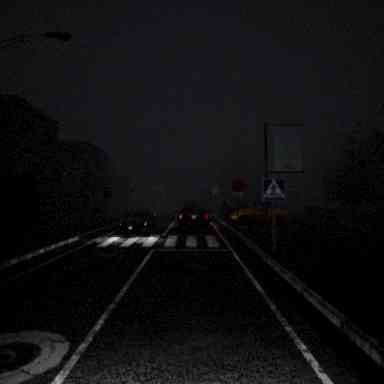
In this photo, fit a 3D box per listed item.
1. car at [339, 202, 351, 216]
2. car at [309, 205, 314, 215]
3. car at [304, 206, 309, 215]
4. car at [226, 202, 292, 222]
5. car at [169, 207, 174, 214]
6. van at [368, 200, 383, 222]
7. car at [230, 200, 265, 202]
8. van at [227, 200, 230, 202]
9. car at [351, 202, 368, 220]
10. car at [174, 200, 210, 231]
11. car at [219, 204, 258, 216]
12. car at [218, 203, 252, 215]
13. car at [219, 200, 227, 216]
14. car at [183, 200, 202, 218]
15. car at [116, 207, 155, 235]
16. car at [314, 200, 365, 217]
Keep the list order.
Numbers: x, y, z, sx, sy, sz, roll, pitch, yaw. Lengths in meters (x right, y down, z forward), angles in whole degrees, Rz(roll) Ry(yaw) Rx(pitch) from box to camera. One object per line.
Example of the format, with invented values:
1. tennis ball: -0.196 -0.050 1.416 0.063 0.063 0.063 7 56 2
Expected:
1. car: 18.731 2.061 34.813 5.366 1.575 1.946 0 -2 0
2. car: 18.468 2.369 43.315 4.892 1.521 2.231 0 -2 -1
3. car: 18.415 2.225 45.992 5.566 2.045 2.435 0 -2 -1
4. car: 6.126 1.915 29.921 5.366 1.575 1.946 0 -2 0
5. car: -3.326 3.543 63.516 1.882 1.535 5.008 0 -4 0
6. van: 18.466 1.680 29.365 4.442 1.987 1.878 0 -2 0
7. car: 6.321 1.873 32.843 4.553 1.767 2.185 0 -2 0
8. van: 6.385 1.870 35.882 4.442 1.987 1.878 0 -2 0
9. car: 18.748 1.981 32.153 5.366 1.575 1.946 0 -2 0
10. car: 0.106 1.621 22.512 2.097 1.767 4.553 0 -1 0
11. car: 6.191 2.431 44.976 5.008 1.535 2.097 0 -2 -1
12. car: 6.182 2.430 48.014 4.553 1.767 2.185 0 -2 -1
13. car: 6.248 2.062 42.071 5.566 2.045 2.435 0 -2 -1
14. car: 0.089 2.029 40.752 2.150 2.045 5.566 0 -2 0
15. car: -3.336 1.737 20.387 1.837 1.490 4.892 0 -1 0
16. car: 18.477 2.007 40.534 5.566 2.045 2.435 0 -2 -1
